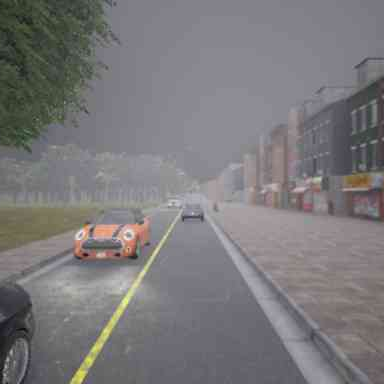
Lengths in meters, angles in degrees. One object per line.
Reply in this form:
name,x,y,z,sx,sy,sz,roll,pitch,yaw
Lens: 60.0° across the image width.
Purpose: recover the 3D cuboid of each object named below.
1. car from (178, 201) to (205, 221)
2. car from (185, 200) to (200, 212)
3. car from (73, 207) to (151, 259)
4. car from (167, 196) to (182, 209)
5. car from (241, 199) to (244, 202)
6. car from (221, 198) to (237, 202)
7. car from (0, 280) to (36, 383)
car,0.078,1.742,29.226,1.994,1.385,4.181,0,-1,0
car,0.070,1.854,43.891,1.812,1.442,4.674,0,0,0
car,-2.847,1.410,12.735,2.097,1.767,4.553,0,0,0
car,-2.851,1.668,54.758,2.150,2.045,5.566,0,-1,0
car,15.897,2.189,93.310,4.206,1.307,1.802,-1,1,0
car,10.365,2.278,93.308,4.403,1.369,2.008,-1,1,0
car,-2.850,1.535,2.430,1.812,1.442,4.674,0,0,0
